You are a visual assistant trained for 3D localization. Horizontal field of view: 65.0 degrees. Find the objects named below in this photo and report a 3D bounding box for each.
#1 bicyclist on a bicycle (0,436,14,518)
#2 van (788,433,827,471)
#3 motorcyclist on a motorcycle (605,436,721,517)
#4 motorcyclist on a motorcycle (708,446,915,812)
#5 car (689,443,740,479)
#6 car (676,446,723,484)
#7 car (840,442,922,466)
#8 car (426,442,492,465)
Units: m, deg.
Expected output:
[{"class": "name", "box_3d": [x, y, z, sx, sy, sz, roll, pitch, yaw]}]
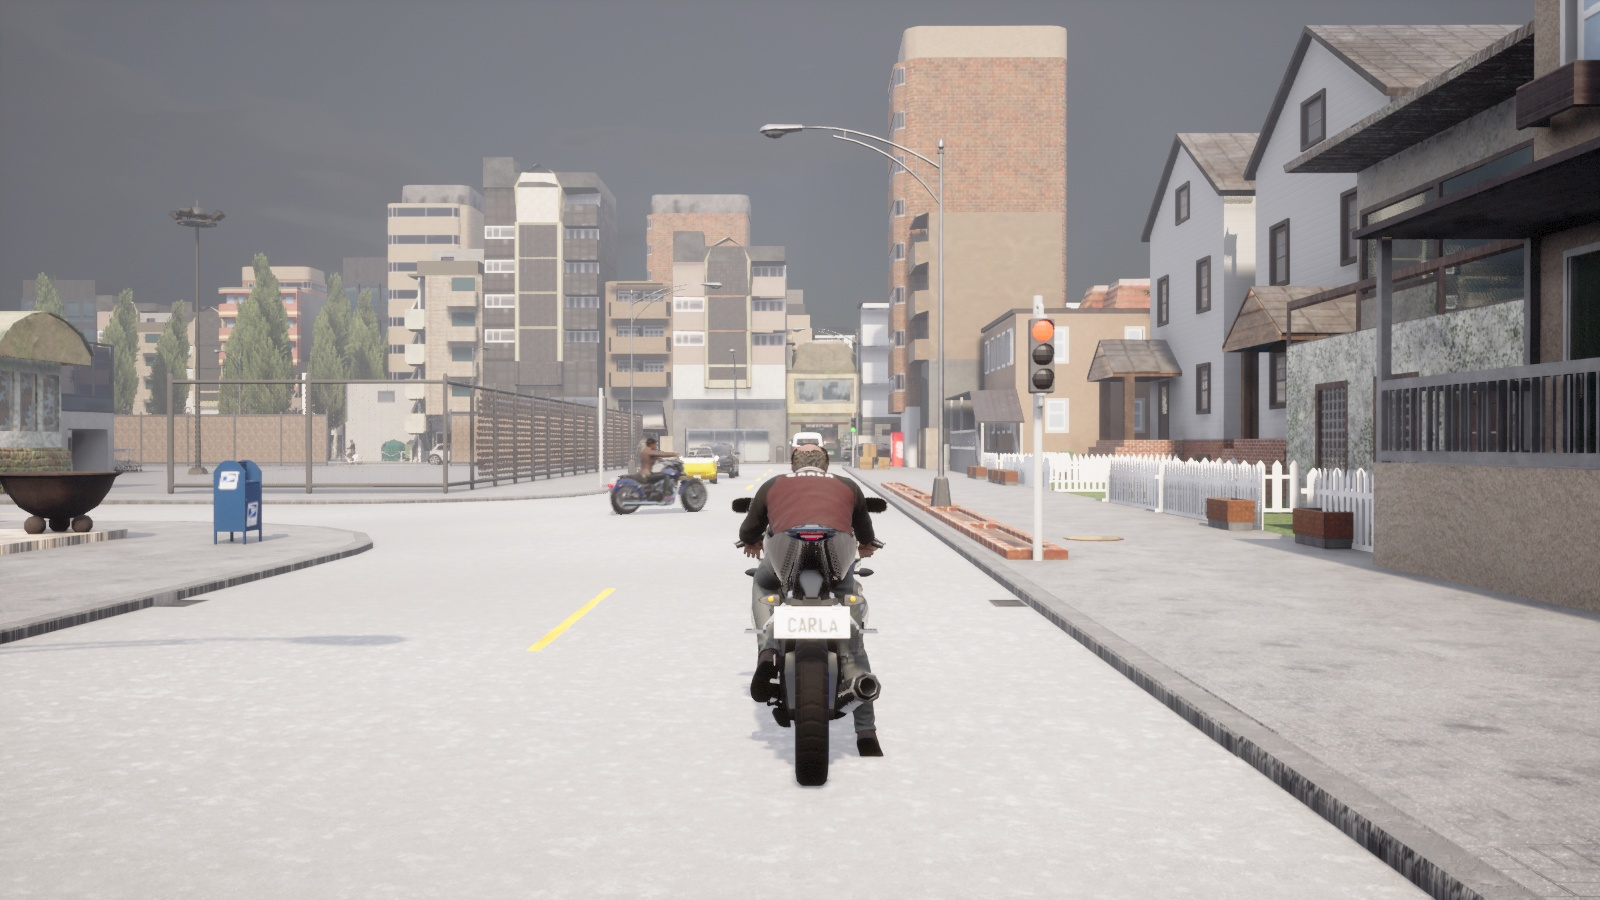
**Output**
[{"class": "bicyclist on a bicycle", "box_3d": [-16.404, 0.531, 24.557, 1.509, 1.612, 0.866, 0, 0, 1]}, {"class": "van", "box_3d": [0.423, 0.082, 68.845, 2.069, 2.038, 4.480, 0, 0, 0]}, {"class": "motorcyclist on a motorcycle", "box_3d": [-2.878, 0.545, 26.550, 2.350, 1.649, 0.766, 0, -1, -34]}, {"class": "motorcyclist on a motorcycle", "box_3d": [0.050, 0.746, 6.352, 0.866, 1.530, 2.191, 0, 0, 0]}, {"class": "car", "box_3d": [-3.660, 0.441, 54.512, 1.837, 1.490, 4.892, 0, 0, 1]}, {"class": "car", "box_3d": [-3.681, 0.537, 46.247, 1.481, 1.376, 2.207, 0, 0, 1]}, {"class": "car", "box_3d": [5.254, 0.246, 81.624, 4.902, 1.511, 2.128, 0, 0, -25]}, {"class": "car", "box_3d": [-22.269, 0.230, 82.157, 3.806, 1.475, 1.970, 0, 0, 1]}]
